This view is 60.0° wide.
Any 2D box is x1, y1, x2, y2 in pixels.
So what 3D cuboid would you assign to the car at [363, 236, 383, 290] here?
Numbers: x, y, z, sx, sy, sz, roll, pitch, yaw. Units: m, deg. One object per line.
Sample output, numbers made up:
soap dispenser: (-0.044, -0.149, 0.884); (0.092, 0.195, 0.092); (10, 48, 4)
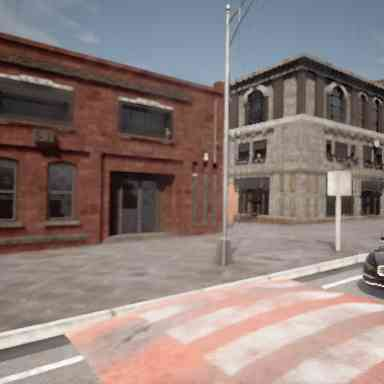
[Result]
car: (5.978, 1.467, 7.929); (4.892, 1.490, 1.837); (-1, 0, -36)
